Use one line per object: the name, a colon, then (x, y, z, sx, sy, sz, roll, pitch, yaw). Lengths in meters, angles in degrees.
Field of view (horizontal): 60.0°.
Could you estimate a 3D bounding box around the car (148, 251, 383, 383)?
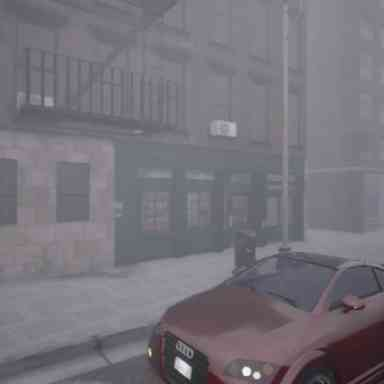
car: (1.532, 1.567, 4.470, 4.181, 1.385, 1.994, 0, 0, -35)
